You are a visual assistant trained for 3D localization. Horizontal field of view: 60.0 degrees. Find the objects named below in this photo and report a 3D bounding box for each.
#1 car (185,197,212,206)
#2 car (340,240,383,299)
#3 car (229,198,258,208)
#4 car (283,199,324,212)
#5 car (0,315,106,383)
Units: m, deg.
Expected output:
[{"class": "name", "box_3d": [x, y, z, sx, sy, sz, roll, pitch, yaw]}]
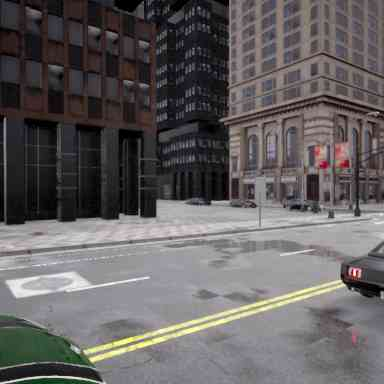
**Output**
[{"class": "car", "box_3d": [1.005, 1.589, 54.820, 2.033, 1.411, 5.357, 0, 0, -36]}, {"class": "car", "box_3d": [5.363, 1.598, 7.265, 4.718, 1.301, 1.895, 0, 0, -35]}, {"class": "car", "box_3d": [7.069, 1.592, 46.225, 1.994, 1.385, 4.181, 0, 0, -36]}, {"class": "car", "box_3d": [12.734, 1.509, 38.223, 2.128, 1.511, 4.902, 0, 0, -35]}, {"class": "car", "box_3d": [-2.628, 1.352, 1.563, 4.553, 1.767, 2.097, 0, 0, -36]}]
